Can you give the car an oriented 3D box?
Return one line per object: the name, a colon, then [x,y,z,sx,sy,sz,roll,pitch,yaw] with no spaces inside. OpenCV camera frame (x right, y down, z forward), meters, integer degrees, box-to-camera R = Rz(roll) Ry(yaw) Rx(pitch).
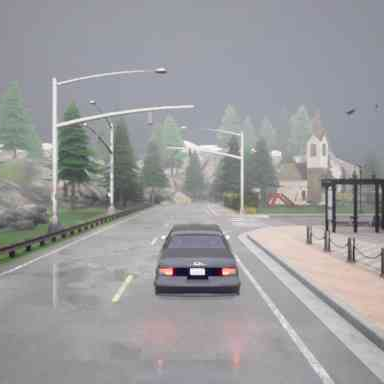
car: [0.103,1.546,8.762,2.033,1.411,5.357,0,0,0]
